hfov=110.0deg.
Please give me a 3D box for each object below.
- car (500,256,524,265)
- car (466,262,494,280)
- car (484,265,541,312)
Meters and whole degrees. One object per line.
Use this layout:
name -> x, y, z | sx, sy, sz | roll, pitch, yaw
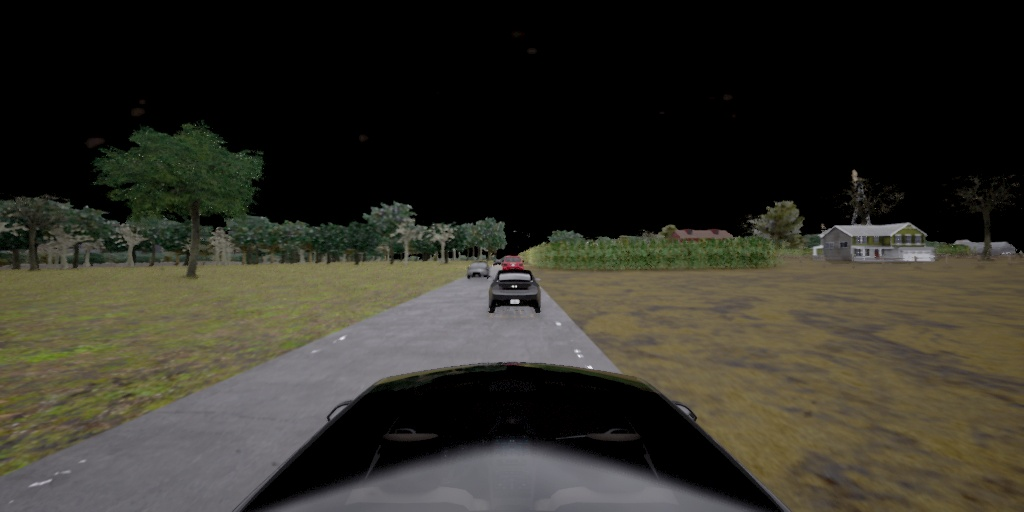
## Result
car -> 0.111, 1.019, 37.882 | 2.150, 2.045, 5.566 | 0, 0, 0
car -> -2.839, 1.291, 31.352 | 1.837, 1.490, 4.892 | 0, 0, 0
car -> 0.097, 1.265, 14.244 | 1.837, 1.490, 4.892 | 0, 0, 0
